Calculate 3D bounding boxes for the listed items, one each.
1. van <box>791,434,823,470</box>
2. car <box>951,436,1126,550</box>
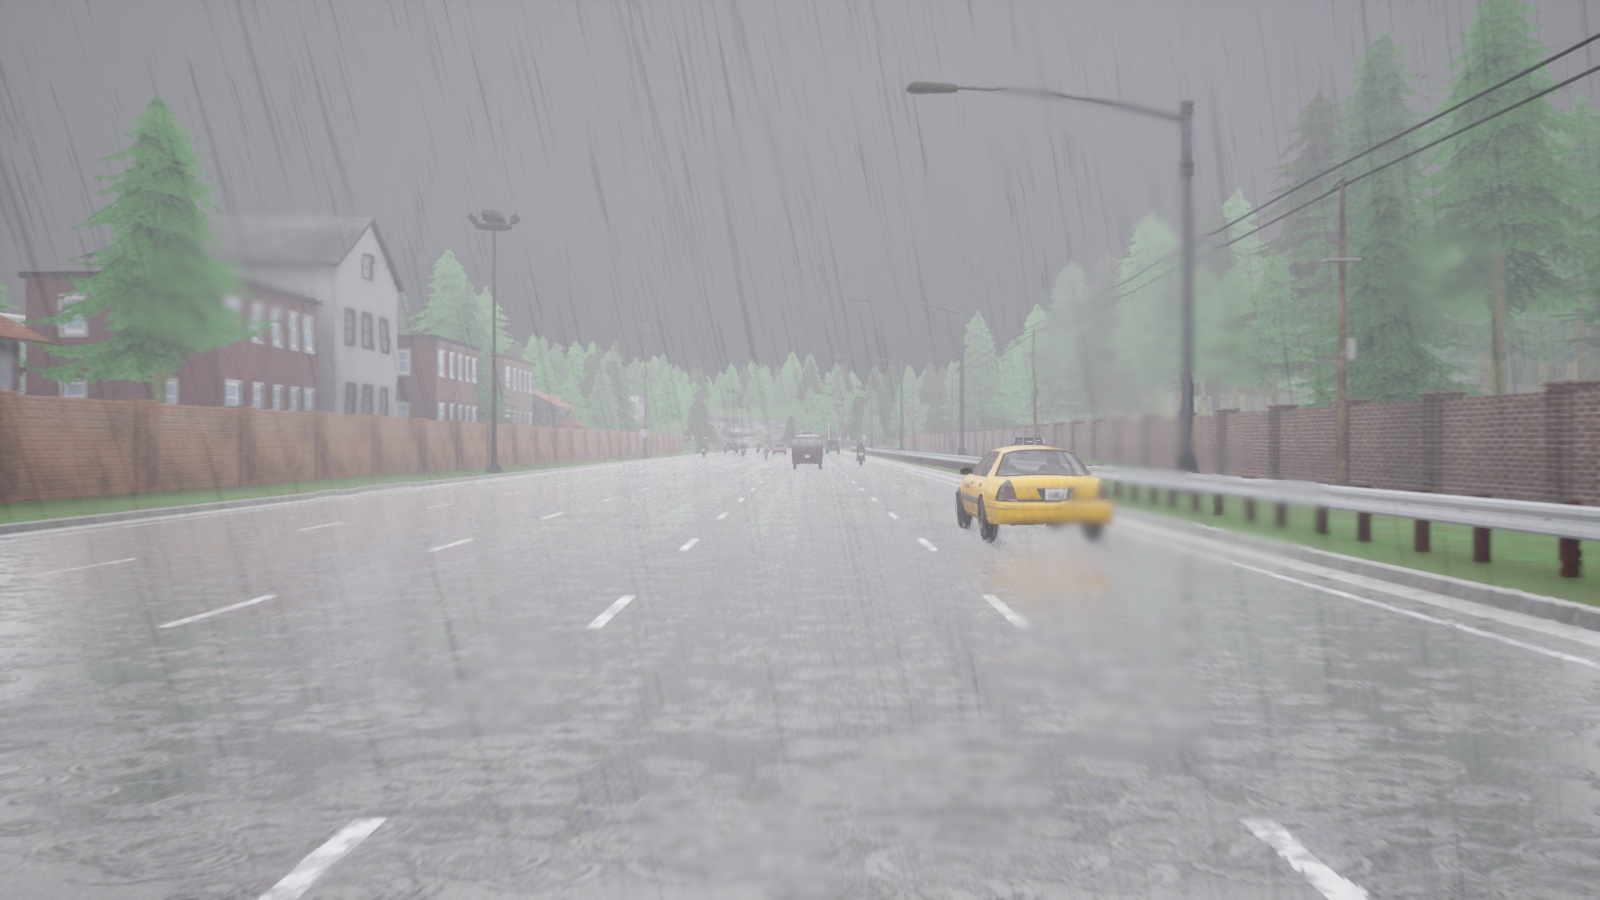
[{"bbox_3d":[0.426,0.097,72.266,1.775,1.987,4.442,0,0,0],"label":"van"},{"bbox_3d":[3.629,0.576,20.068,1.801,1.575,5.366,0,0,0],"label":"car"}]
